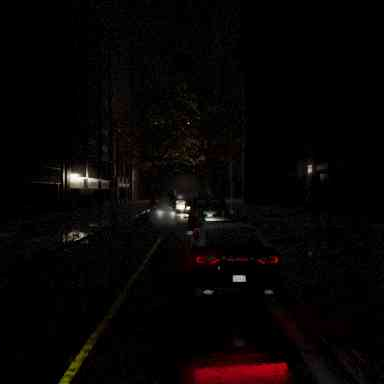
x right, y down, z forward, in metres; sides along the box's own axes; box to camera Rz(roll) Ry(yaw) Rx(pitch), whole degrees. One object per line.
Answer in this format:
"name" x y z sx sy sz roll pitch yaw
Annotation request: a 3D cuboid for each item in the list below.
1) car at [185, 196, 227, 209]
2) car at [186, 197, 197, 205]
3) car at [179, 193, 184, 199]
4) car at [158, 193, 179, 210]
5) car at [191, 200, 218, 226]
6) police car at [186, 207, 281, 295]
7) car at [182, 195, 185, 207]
"car" 0.868 1.229 18.761 2.150 2.045 5.566 0 0 0
"car" -0.104 1.645 60.141 1.895 1.301 4.718 0 0 0
"car" -3.157 1.315 90.116 2.150 2.045 5.566 0 0 0
"car" -3.176 1.244 43.541 2.150 2.045 5.566 0 0 0
"car" 0.857 1.464 24.920 1.801 1.575 5.366 0 0 0
"police car" 0.885 1.426 8.840 1.930 1.638 5.238 0 0 0
"car" -0.068 1.551 46.074 1.812 1.442 4.674 0 0 0
